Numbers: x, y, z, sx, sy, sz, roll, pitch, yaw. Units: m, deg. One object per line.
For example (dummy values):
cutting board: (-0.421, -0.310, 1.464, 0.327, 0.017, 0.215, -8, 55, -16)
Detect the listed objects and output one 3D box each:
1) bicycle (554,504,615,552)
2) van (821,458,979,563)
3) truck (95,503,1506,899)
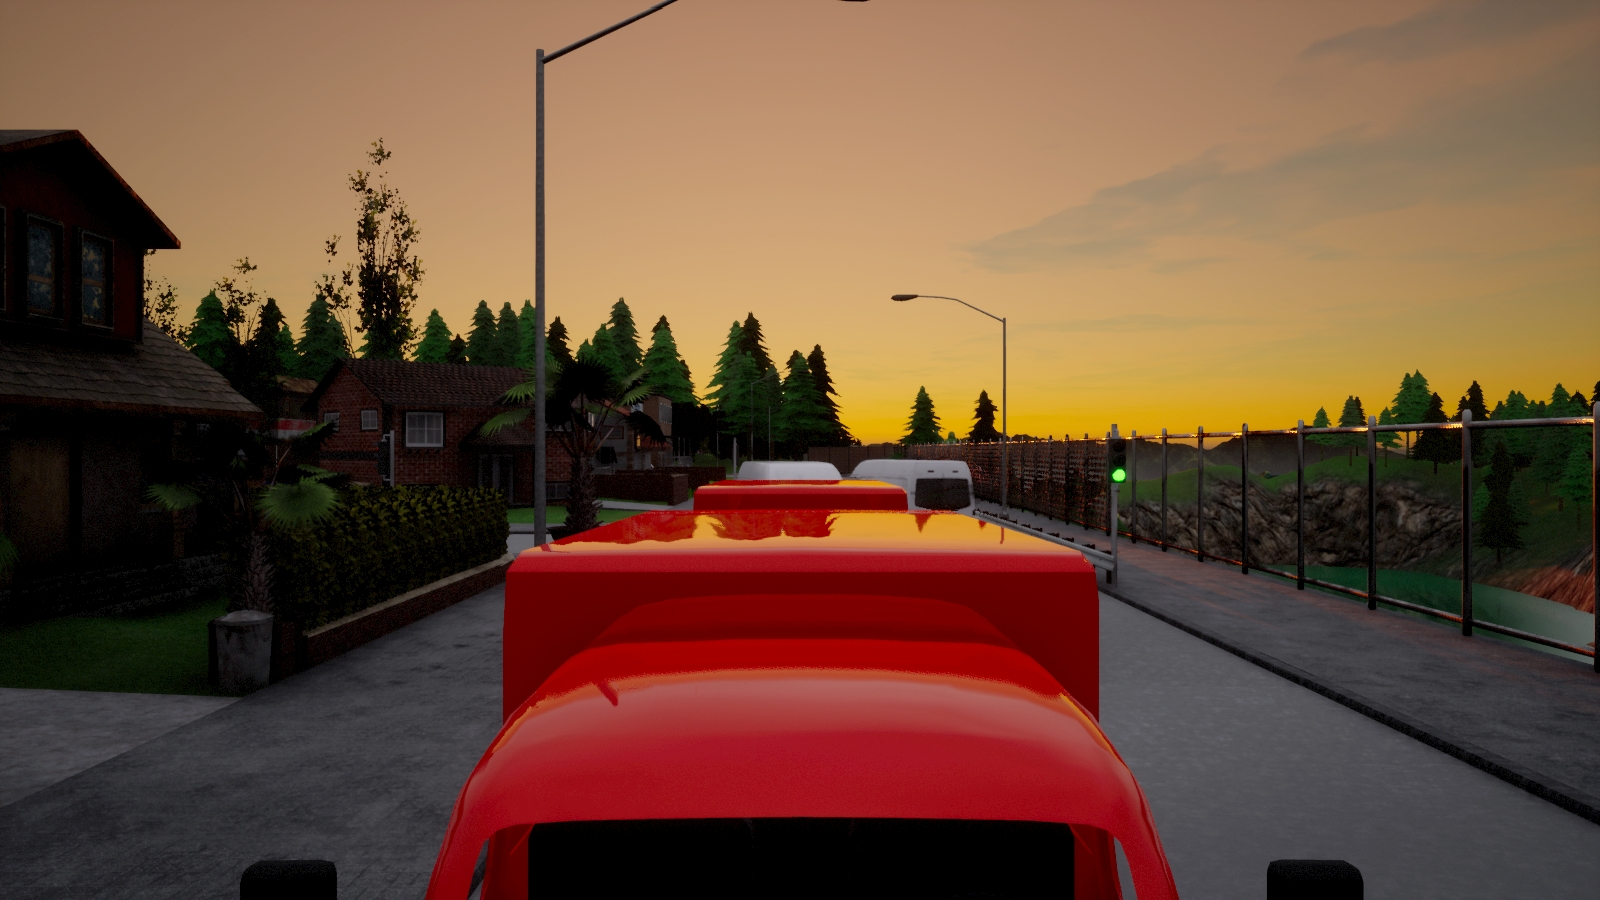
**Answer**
bicycle: (-6.027, 2.170, 32.019, 1.487, 1.276, 0.859, 0, 0, 8)
van: (2.590, 1.547, 31.502, 1.988, 2.561, 5.915, 1, 0, -20)
truck: (-0.001, 1.570, 4.728, 2.627, 2.467, 5.204, 0, 0, 0)
